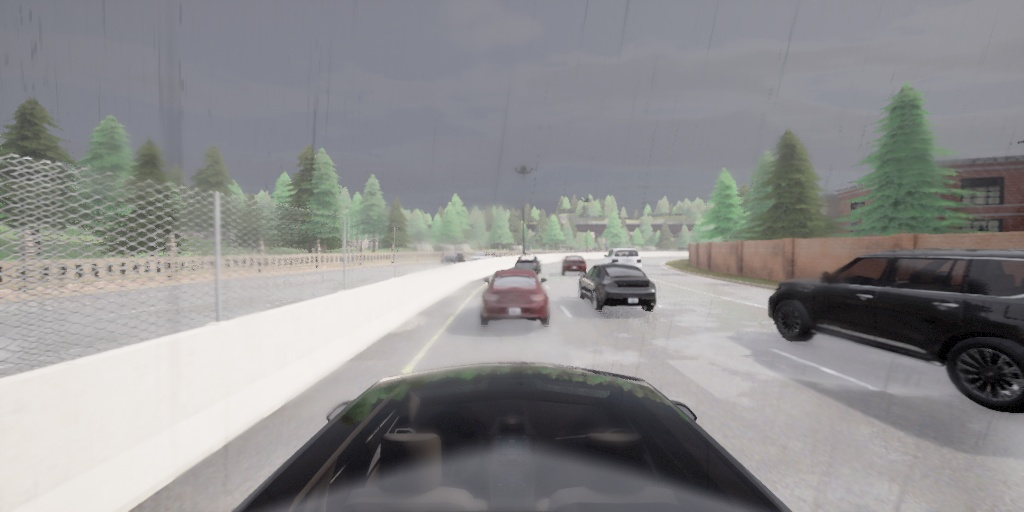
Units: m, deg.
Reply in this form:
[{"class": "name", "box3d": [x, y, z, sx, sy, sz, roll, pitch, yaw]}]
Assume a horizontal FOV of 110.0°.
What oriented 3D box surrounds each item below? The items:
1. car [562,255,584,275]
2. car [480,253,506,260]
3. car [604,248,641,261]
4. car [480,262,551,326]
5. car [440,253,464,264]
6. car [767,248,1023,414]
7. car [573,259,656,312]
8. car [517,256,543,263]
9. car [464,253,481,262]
[{"class": "car", "box3d": [5.128, 0.657, 29.436, 1.882, 1.535, 5.008, 0, 1, 10]}, {"class": "car", "box3d": [-1.912, 0.454, 45.282, 1.895, 1.301, 4.718, 0, 1, 18]}, {"class": "car", "box3d": [8.210, 0.452, 26.886, 2.150, 2.045, 5.566, 0, 1, 9]}, {"class": "car", "box3d": [0.093, 1.090, 10.725, 1.812, 1.442, 4.674, 0, 1, 1]}, {"class": "car", "box3d": [-7.996, 0.301, 49.067, 1.812, 1.442, 4.674, 0, 1, 20]}, {"class": "car", "box3d": [7.048, 0.885, 6.008, 2.150, 2.045, 5.566, 0, 1, 1]}, {"class": "car", "box3d": [3.627, 1.022, 13.030, 1.837, 1.490, 4.892, 0, 1, 1]}, {"class": "car", "box3d": [1.341, 0.701, 27.958, 2.128, 1.511, 4.902, 0, 1, 9]}, {"class": "car", "box3d": [-4.310, 0.303, 48.954, 1.812, 1.442, 4.674, 0, 1, 20]}]
